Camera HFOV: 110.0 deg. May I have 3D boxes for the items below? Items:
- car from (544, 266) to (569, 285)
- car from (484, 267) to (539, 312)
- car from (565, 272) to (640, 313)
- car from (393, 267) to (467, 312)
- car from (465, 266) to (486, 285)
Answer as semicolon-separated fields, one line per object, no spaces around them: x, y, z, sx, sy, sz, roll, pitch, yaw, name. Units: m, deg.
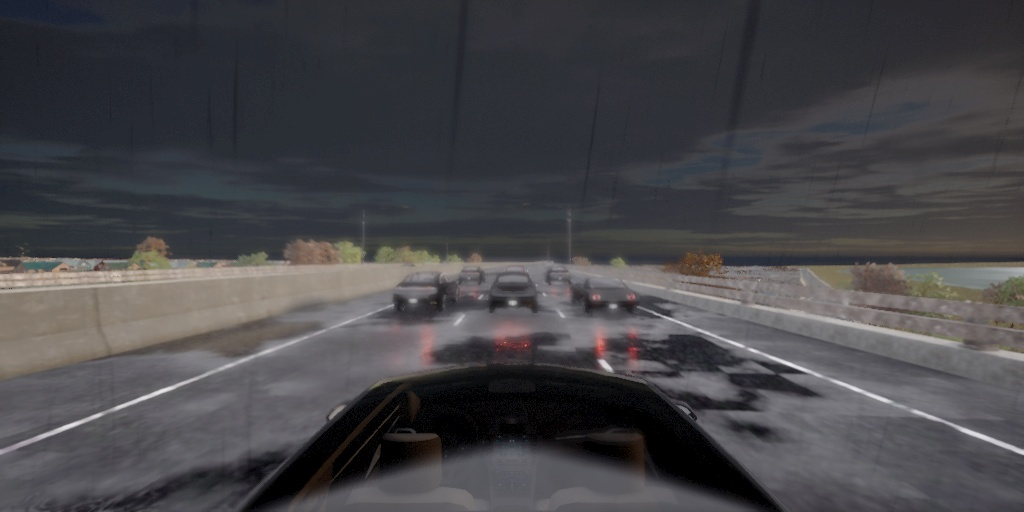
3.748;1.556;29.867;2.128;1.511;4.902;0;-1;1;car
0.068;1.399;14.978;1.837;1.490;4.892;0;0;1;car
3.562;1.490;14.703;1.895;1.301;4.718;0;-1;1;car
-3.432;1.385;15.011;2.128;1.511;4.902;0;0;1;car
-3.252;1.556;29.967;2.128;1.511;4.902;0;-1;1;car
